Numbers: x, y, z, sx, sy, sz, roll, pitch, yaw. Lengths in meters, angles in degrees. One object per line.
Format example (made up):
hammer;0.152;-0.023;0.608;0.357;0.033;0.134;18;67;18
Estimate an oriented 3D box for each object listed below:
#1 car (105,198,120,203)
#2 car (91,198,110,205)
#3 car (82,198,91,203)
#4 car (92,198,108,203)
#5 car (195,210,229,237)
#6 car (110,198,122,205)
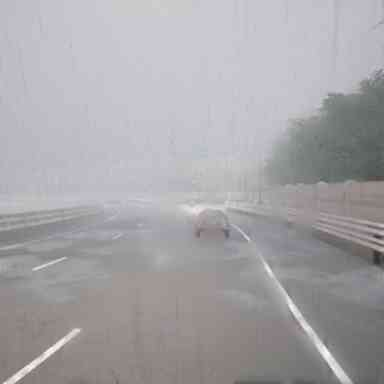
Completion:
car;-21.600;2.274;90.297;2.128;1.511;4.902;1;-1;-40
car;-21.430;2.292;77.854;1.994;1.385;4.181;1;-1;-35
car;-27.110;2.248;85.980;1.994;1.385;4.181;1;-1;-40
car;-24.355;2.262;88.138;2.033;1.411;5.357;1;-1;-40
car;1.153;1.752;19.519;2.033;1.411;5.357;0;-1;2
car;-18.410;2.289;79.621;2.128;1.511;4.902;1;-1;-35
